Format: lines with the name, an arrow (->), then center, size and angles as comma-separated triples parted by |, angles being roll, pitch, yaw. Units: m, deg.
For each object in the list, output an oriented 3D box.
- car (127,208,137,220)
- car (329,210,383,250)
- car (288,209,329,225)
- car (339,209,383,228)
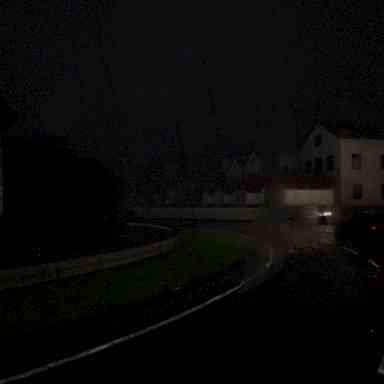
car -> -9.043, 2.776, 41.709 | 4.902, 1.511, 2.128 | -2, -2, 35
car -> 8.859, 1.755, 16.562 | 2.097, 1.767, 4.553 | -1, -2, 4
car -> 11.843, 2.338, 31.097 | 5.357, 1.411, 2.033 | -1, -2, 7
car -> 14.945, 2.186, 27.499 | 4.674, 1.442, 1.812 | -1, -2, 2
